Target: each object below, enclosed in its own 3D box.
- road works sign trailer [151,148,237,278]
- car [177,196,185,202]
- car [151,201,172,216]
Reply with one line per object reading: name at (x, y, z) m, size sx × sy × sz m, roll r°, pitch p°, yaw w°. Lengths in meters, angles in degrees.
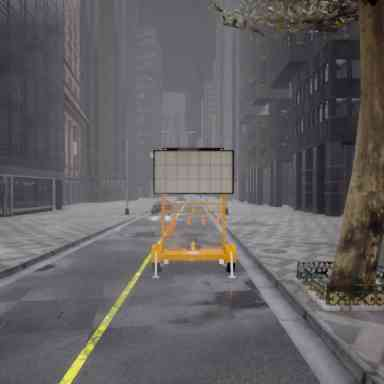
road works sign trailer at (0.046, 0.465, 10.099) m, size 2.380 × 3.560 × 2.880 m, roll 0°, pitch 0°, yaw 0°
car at (-2.729, 1.714, 84.804) m, size 1.994 × 1.385 × 4.181 m, roll 0°, pitch 0°, yaw 0°
car at (-2.995, 1.581, 33.861) m, size 2.033 × 1.411 × 5.357 m, roll 0°, pitch 0°, yaw 0°
